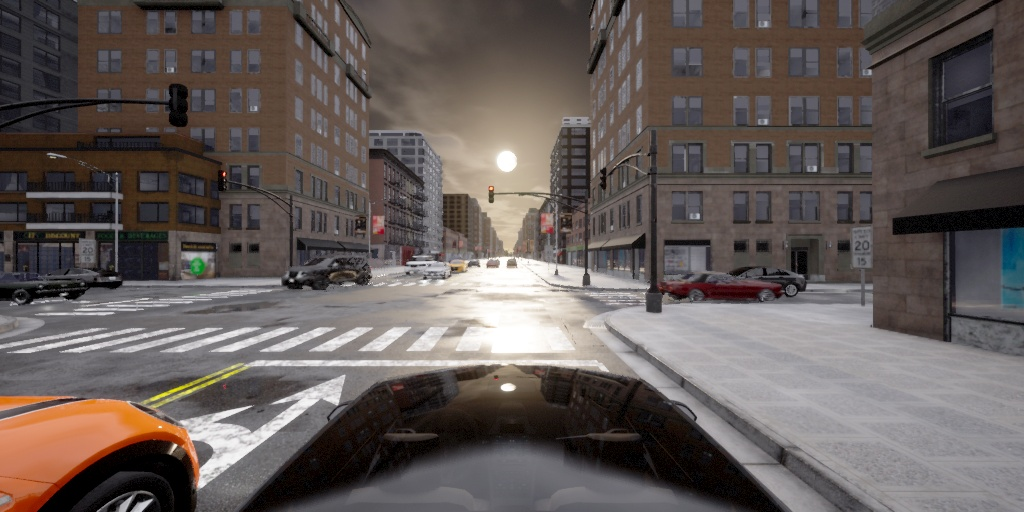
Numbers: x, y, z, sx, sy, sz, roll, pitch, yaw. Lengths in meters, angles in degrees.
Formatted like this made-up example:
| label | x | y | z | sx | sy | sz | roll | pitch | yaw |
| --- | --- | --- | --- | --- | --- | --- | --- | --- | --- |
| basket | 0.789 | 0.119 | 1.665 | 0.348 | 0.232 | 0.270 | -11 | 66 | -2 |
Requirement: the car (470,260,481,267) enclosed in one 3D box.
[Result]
| label | x | y | z | sx | sy | sz | roll | pitch | yaw |
| --- | --- | --- | --- | --- | --- | --- | --- | --- | --- |
| car | -6.669 | 1.308 | 63.293 | 1.994 | 1.385 | 4.181 | 0 | 0 | 0 |

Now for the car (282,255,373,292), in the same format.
| label | x | y | z | sx | sy | sz | roll | pitch | yaw |
| --- | --- | --- | --- | --- | --- | --- | --- | --- | --- |
| car | -11.158 | 0.987 | 22.259 | 2.150 | 2.045 | 5.566 | 1 | 0 | 20 |

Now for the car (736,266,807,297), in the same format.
| label | x | y | z | sx | sy | sz | roll | pitch | yaw |
| --- | --- | --- | --- | --- | --- | --- | --- | --- | --- |
| car | 12.423 | 1.295 | 18.634 | 4.892 | 1.490 | 1.837 | 0 | 0 | 1 |

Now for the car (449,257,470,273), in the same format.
| label | x | y | z | sx | sy | sz | roll | pitch | yaw |
| --- | --- | --- | --- | --- | --- | --- | --- | --- | --- |
| car | -6.681 | 1.226 | 43.841 | 1.882 | 1.535 | 5.008 | 0 | 0 | 0 |

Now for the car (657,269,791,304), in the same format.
| label | x | y | z | sx | sy | sz | roll | pitch | yaw |
| --- | --- | --- | --- | --- | --- | --- | --- | --- | --- |
| car | 8.996 | 1.373 | 15.692 | 4.718 | 1.301 | 1.895 | 0 | 0 | 1 |

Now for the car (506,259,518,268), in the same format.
| label | x | y | z | sx | sy | sz | roll | pitch | yaw |
| --- | --- | --- | --- | --- | --- | --- | --- | --- | --- |
| car | -0.024 | 1.248 | 63.081 | 1.837 | 1.490 | 4.892 | 0 | 0 | 0 |

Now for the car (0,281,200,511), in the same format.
| label | x | y | z | sx | sy | sz | roll | pitch | yaw |
| --- | --- | --- | --- | --- | --- | --- | --- | --- | --- |
| car | -3.237 | 1.102 | 0.595 | 2.097 | 1.767 | 4.553 | 0 | 0 | 0 |

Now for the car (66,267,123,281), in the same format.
| label | x | y | z | sx | sy | sz | roll | pitch | yaw |
| --- | --- | --- | --- | --- | --- | --- | --- | --- | --- |
| car | -25.412 | 1.331 | 20.948 | 4.313 | 1.339 | 1.948 | 0 | 0 | 0 |

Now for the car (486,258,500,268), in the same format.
| label | x | y | z | sx | sy | sz | roll | pitch | yaw |
| --- | --- | --- | --- | --- | --- | --- | --- | --- | --- |
| car | -3.373 | 1.307 | 61.942 | 1.994 | 1.385 | 4.181 | 0 | 0 | 0 |

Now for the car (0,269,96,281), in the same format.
| label | x | y | z | sx | sy | sz | roll | pitch | yaw |
| --- | --- | --- | --- | --- | --- | --- | --- | --- | --- |
| car | -21.517 | 1.345 | 15.456 | 4.718 | 1.301 | 1.895 | 0 | 0 | 0 |

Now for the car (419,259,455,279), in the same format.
| label | x | y | z | sx | sy | sz | roll | pitch | yaw |
| --- | --- | --- | --- | --- | --- | --- | --- | --- | --- |
| car | -6.662 | 1.276 | 32.272 | 1.812 | 1.442 | 4.674 | 0 | 0 | 0 |

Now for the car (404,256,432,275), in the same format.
| label | x | y | z | sx | sy | sz | roll | pitch | yaw |
| --- | --- | --- | --- | --- | --- | --- | --- | --- | --- |
| car | -9.927 | 0.970 | 38.890 | 2.150 | 2.045 | 5.566 | 0 | 0 | 0 |
